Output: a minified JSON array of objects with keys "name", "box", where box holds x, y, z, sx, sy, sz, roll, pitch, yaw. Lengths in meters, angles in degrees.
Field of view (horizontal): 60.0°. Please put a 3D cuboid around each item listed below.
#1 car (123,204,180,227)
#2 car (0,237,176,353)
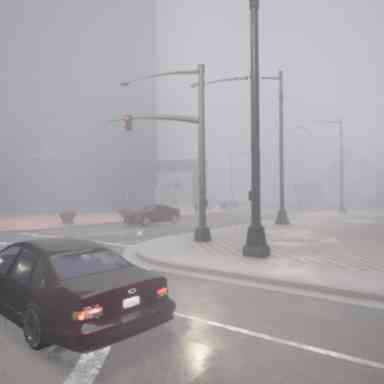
[{"name":"car","box":[-2.958,1.658,25.058,1.882,1.535,5.008,-1,0,36]},{"name":"car","box":[-2.694,1.614,6.379,5.357,1.411,2.033,-1,0,43]}]
